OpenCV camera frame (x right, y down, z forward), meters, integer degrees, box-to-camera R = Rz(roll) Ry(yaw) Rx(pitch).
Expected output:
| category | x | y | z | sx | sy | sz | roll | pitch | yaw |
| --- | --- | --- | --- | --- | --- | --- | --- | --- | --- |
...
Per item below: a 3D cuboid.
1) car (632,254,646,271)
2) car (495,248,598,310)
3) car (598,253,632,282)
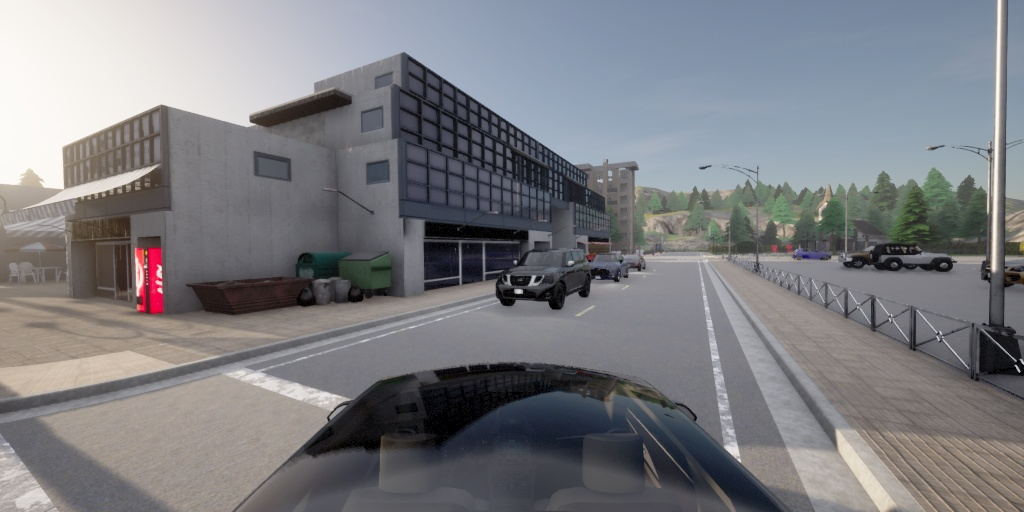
| category | x | y | z | sx | sy | sz | roll | pitch | yaw |
| --- | --- | --- | --- | --- | --- | --- | --- | --- | --- |
| car | 10.656 | 0.520 | 31.728 | 1.812 | 1.442 | 4.674 | 0 | 1 | 27 |
| car | 1.471 | 0.715 | 13.885 | 2.150 | 2.045 | 5.566 | 0 | 1 | 27 |
| car | 5.971 | 0.601 | 22.632 | 2.097 | 1.767 | 4.553 | 0 | 1 | 27 |
